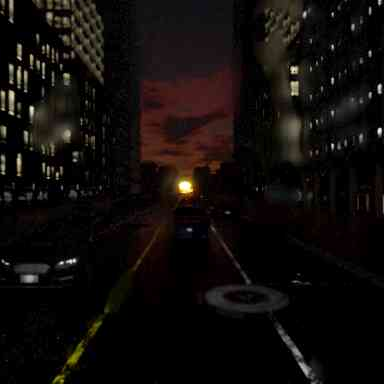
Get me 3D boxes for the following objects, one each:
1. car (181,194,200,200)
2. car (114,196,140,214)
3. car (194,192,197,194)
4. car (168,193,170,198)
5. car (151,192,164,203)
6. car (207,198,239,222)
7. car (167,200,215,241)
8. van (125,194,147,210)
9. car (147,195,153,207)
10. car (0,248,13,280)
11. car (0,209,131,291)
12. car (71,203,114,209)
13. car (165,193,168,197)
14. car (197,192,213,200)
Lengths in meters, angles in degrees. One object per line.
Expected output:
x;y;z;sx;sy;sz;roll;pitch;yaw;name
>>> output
-0.403;1.236;34.270;1.882;1.535;5.008;0;0;-1;car
-6.124;1.335;29.674;1.887;1.381;4.507;0;0;-1;car
1.757;1.064;64.100;1.752;1.417;4.829;0;0;-1;car
-7.033;0.849;92.109;1.752;1.417;4.829;0;0;-1;car
-6.538;1.022;58.130;1.967;1.590;4.097;0;0;-1;car
2.339;1.398;24.092;1.947;1.339;4.313;0;0;-1;car
-0.137;1.366;15.980;1.882;1.535;5.008;0;0;-1;car
-6.206;1.091;35.365;1.690;1.788;3.998;0;0;-1;van
-6.290;1.290;41.058;1.802;1.307;4.206;0;0;-1;car
-5.792;1.532;6.907;1.802;1.307;4.206;0;0;-1;car
-3.233;1.428;8.998;2.128;1.511;4.902;0;0;-1;car
-5.958;1.422;18.291;2.008;1.369;4.403;0;0;-1;car
-6.704;1.062;69.515;1.947;1.339;4.313;0;0;-1;car
2.008;1.108;46.855;1.967;1.590;4.097;0;0;-1;car
